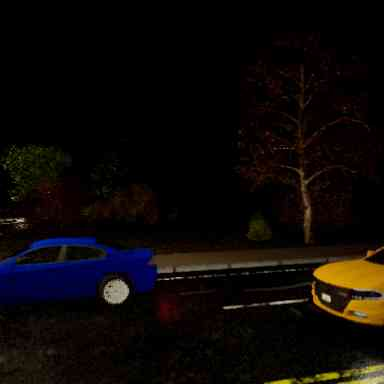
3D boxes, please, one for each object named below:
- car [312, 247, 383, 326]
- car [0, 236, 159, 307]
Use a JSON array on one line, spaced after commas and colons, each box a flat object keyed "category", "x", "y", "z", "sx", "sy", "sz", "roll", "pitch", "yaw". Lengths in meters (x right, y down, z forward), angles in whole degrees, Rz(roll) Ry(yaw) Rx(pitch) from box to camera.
[{"category": "car", "x": 4.911, "y": 1.675, "z": 6.741, "sx": 5.008, "sy": 1.535, "sz": 1.882, "roll": 0, "pitch": -2, "yaw": -13}, {"category": "car", "x": -3.342, "y": 1.874, "z": 8.098, "sx": 5.008, "sy": 1.535, "sz": 1.882, "roll": 0, "pitch": -2, "yaw": -14}]
